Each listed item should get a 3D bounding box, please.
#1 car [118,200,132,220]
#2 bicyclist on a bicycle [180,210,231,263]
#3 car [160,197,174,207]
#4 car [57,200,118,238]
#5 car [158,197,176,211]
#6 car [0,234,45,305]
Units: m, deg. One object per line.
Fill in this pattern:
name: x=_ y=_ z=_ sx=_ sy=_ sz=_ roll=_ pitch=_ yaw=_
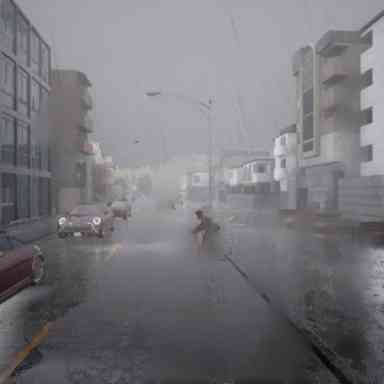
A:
car: x=-6.265 y=1.468 z=28.196 sx=1.882 sy=1.535 sz=5.008 roll=0 pitch=0 yaw=-4
bicyclist on a bicycle: x=0.412 y=1.407 z=10.496 sx=1.656 sy=1.620 sz=0.582 roll=-1 pitch=0 yaw=-5
car: x=-3.929 y=1.528 z=51.223 sx=2.033 sy=1.411 sz=5.357 roll=0 pitch=0 yaw=-5
car: x=-5.413 y=1.345 z=17.442 sx=2.097 sy=1.767 sz=4.553 roll=0 pitch=0 yaw=-5
car: x=-3.097 y=1.490 z=40.933 sx=1.837 sy=1.490 sz=4.892 roll=0 pitch=0 yaw=-5
car: x=-4.538 y=1.562 z=6.587 sx=1.994 sy=1.385 sz=4.181 roll=0 pitch=0 yaw=-4
